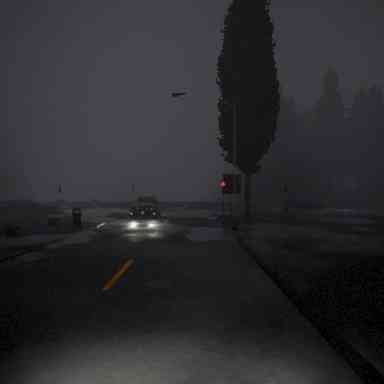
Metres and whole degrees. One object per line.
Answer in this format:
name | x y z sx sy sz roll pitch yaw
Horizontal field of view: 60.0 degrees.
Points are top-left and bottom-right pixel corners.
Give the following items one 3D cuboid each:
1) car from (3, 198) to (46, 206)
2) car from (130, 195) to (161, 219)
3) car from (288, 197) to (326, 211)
car | -20.093 1.436 40.020 4.902 1.511 2.128 0 0 0
car | -4.000 1.325 29.620 2.150 2.045 5.566 0 0 0
car | 13.488 1.412 40.003 5.008 1.535 1.882 0 0 0
